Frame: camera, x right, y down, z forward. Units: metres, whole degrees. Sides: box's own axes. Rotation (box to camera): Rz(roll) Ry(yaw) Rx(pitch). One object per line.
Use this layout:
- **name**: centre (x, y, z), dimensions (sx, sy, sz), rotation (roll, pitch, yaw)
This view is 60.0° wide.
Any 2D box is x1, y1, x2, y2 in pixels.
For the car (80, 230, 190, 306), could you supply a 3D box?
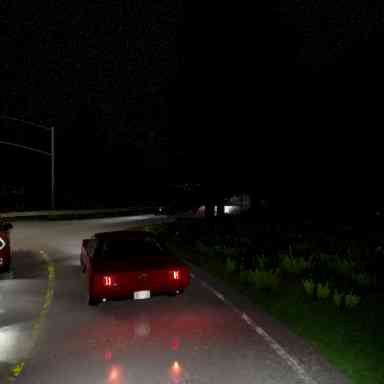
- **car**: centre (-1.695, 1.601, 8.189), dimensions (1.895, 1.301, 4.718), rotation (0, 0, -21)

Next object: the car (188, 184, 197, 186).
- **car**: centre (0.013, -1.820, 70.135), dimensions (2.128, 1.511, 4.902), rotation (0, 5, -1)

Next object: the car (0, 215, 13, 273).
- **car**: centre (-6.652, 1.351, 10.043), dimensions (2.097, 1.767, 4.553), rotation (0, 0, -28)

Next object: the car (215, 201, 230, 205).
- **car**: centre (3.524, 0.711, 40.366), dimensions (1.837, 1.490, 4.892), rotation (0, 4, 12)

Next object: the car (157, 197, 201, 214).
- **car**: centre (-1.232, 1.256, 31.942), dimensions (2.128, 1.511, 4.902), rotation (0, 2, 42)
